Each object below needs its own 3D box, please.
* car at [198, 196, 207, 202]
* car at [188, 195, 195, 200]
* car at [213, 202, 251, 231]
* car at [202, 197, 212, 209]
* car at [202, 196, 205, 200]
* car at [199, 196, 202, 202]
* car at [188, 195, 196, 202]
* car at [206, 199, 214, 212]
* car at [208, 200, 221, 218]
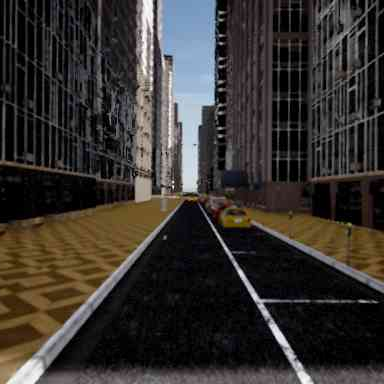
[{"bbox_3d":[2.488,1.586,81.593,2.008,1.369,4.403,0,0,0],"label":"car"},{"bbox_3d":[-0.086,1.564,91.795,1.994,1.385,4.181,0,0,0],"label":"car"},{"bbox_3d":[2.548,1.555,20.698,1.752,1.417,4.829,0,0,0],"label":"car"},{"bbox_3d":[2.531,1.584,37.182,2.008,1.369,4.403,0,0,0],"label":"car"},{"bbox_3d":[2.526,1.560,42.903,1.752,1.417,4.829,0,0,0],"label":"car"},{"bbox_3d":[2.515,1.581,53.836,1.887,1.381,4.507,0,0,0],"label":"car"},{"bbox_3d":[-0.071,1.492,77.176,1.882,1.535,5.008,0,0,0],"label":"car"},{"bbox_3d":[2.537,1.614,31.631,1.802,1.307,4.206,0,0,0],"label":"car"},{"bbox_3d":[2.542,1.576,26.079,1.887,1.381,4.507,0,0,0],"label":"car"}]
